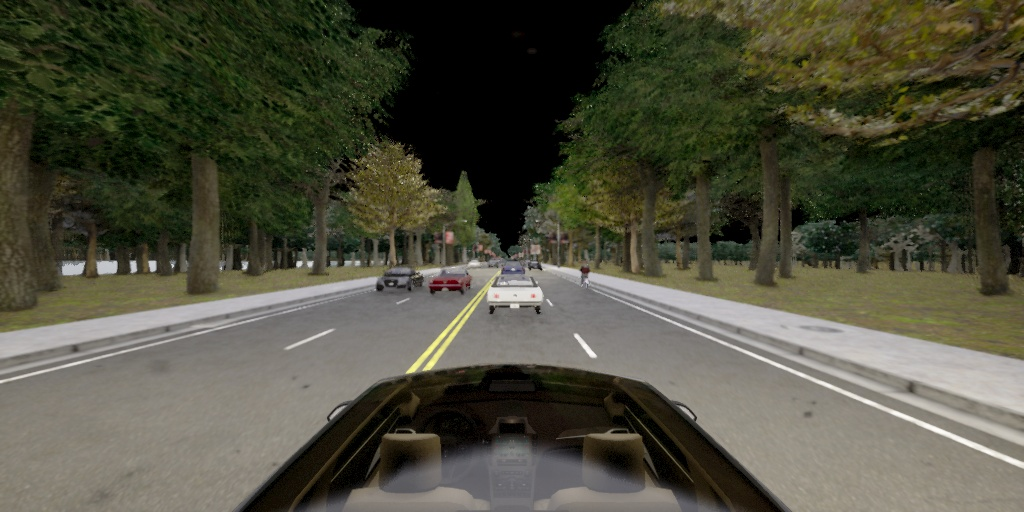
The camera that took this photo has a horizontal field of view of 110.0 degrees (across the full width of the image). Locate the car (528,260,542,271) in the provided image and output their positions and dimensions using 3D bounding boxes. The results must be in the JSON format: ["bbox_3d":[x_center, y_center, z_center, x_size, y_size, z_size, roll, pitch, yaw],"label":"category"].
[{"bbox_3d":[3.358,1.390,53.043,1.812,1.442,4.674,0,0,0],"label":"car"}]

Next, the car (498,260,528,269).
[{"bbox_3d":[0.103,1.152,32.338,2.097,1.767,4.553,0,0,0],"label":"car"}]

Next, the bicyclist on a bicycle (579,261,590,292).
[{"bbox_3d":[4.144,1.147,20.554,0.659,1.776,1.843,0,0,0],"label":"bicyclist on a bicycle"}]

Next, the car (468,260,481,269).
[{"bbox_3d":[-6.519,1.433,62.805,1.812,1.442,4.674,0,0,1],"label":"car"}]

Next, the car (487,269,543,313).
[{"bbox_3d":[0.101,1.366,14.080,1.895,1.301,4.718,0,0,0],"label":"car"}]

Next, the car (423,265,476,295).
[{"bbox_3d":[-3.347,1.376,20.183,1.895,1.301,4.718,0,0,0],"label":"car"}]

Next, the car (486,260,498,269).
[{"bbox_3d":[-3.275,1.409,62.446,1.837,1.490,4.892,0,0,1],"label":"car"}]

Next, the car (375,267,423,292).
[{"bbox_3d":[-6.595,1.342,21.538,1.994,1.385,4.181,0,0,0],"label":"car"}]
